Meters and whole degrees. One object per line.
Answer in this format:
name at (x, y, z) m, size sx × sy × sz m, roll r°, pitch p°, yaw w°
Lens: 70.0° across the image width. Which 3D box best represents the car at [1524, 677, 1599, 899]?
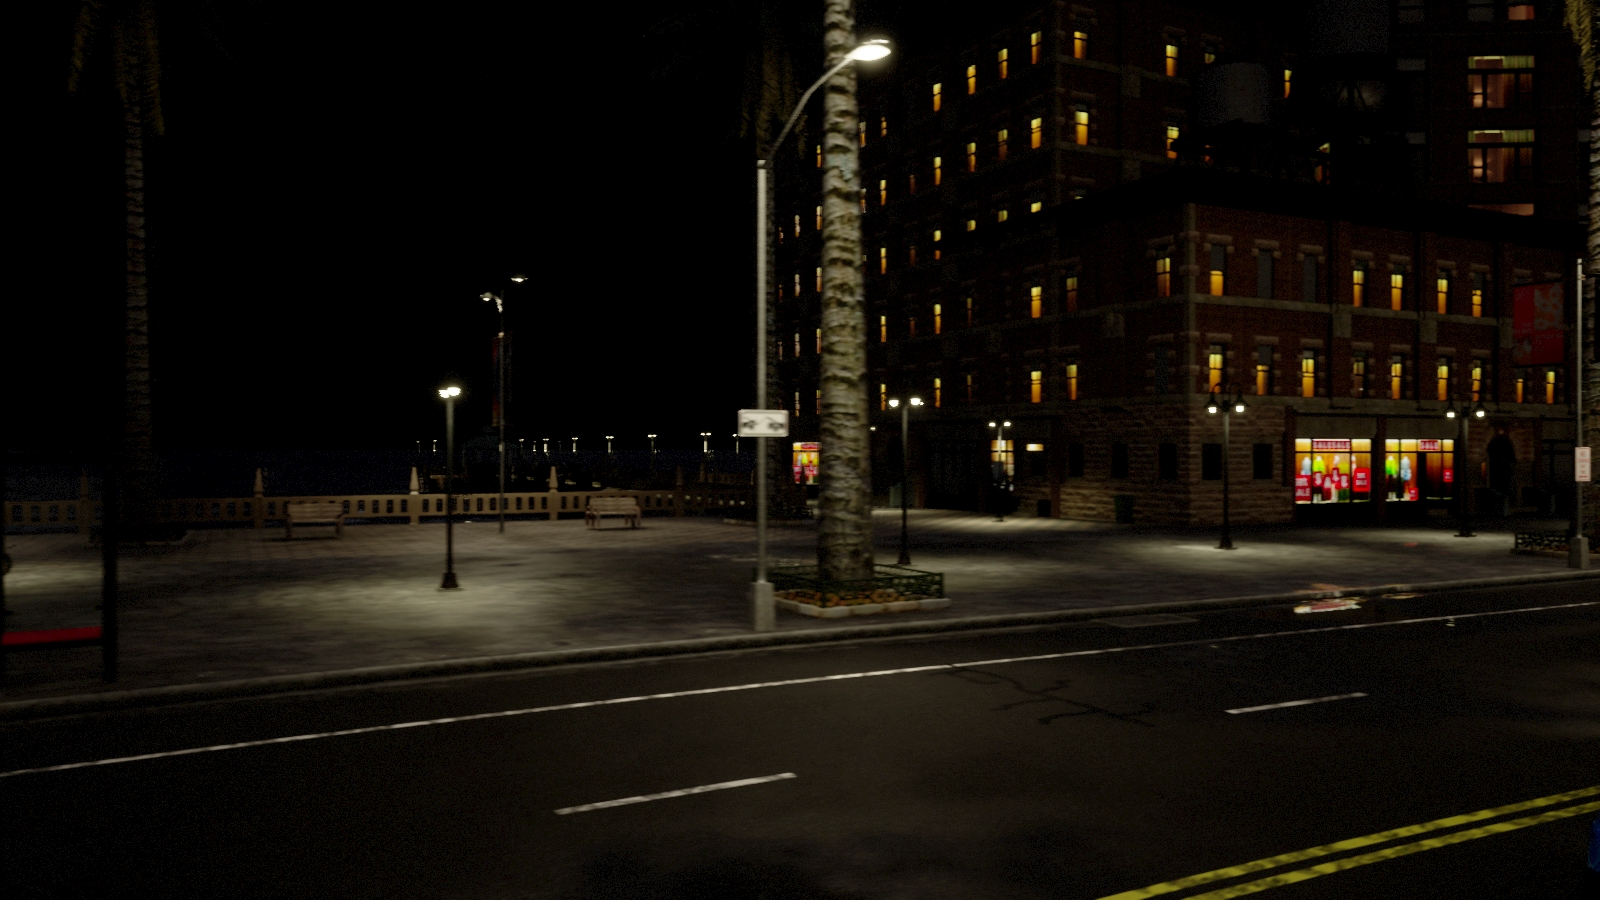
car at (5.657, 2.120, 6.695) m, size 2.207 × 1.376 × 1.481 m, roll 0°, pitch 0°, yaw -28°
